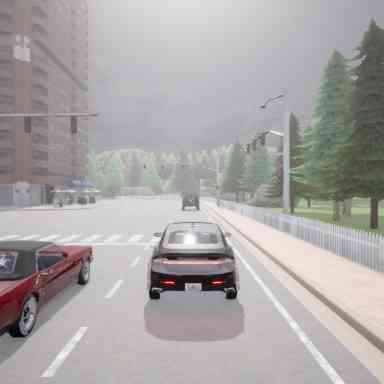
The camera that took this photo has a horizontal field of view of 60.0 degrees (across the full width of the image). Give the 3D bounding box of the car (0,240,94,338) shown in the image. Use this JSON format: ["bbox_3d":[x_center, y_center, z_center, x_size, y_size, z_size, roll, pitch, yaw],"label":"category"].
[{"bbox_3d":[-3.452,1.601,6.548,1.895,1.301,4.718,0,0,0],"label":"car"}]

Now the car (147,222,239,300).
[{"bbox_3d":[0.021,1.492,8.398,2.128,1.511,4.902,0,0,0],"label":"car"}]

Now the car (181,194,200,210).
[{"bbox_3d":[-0.184,1.222,43.132,2.150,2.045,5.566,0,0,-1],"label":"car"}]
